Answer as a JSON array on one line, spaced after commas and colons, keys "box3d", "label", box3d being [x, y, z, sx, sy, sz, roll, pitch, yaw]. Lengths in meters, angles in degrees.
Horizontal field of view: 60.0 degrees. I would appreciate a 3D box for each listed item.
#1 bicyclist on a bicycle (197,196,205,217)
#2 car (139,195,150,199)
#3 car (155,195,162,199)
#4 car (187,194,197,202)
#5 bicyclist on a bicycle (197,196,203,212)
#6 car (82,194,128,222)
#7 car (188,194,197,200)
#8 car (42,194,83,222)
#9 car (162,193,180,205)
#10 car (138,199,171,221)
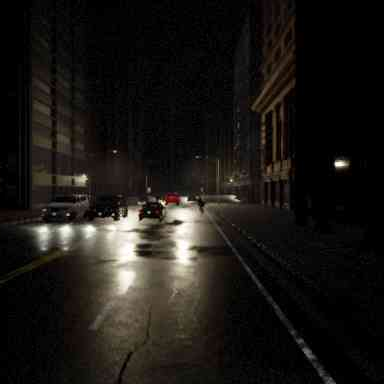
[{"box3d": [0.900, 1.431, 29.498, 0.582, 1.620, 1.656, 0, 0, 0], "label": "bicyclist on a bicycle"}, {"box3d": [-9.738, 1.330, 68.226, 2.033, 1.411, 5.357, 0, 0, 0], "label": "car"}, {"box3d": [-6.488, 1.307, 68.236, 1.837, 1.490, 4.892, 0, 0, 0], "label": "car"}, {"box3d": [0.014, 1.332, 71.727, 1.994, 1.385, 4.181, 0, 0, 0], "label": "car"}, {"box3d": [0.903, 1.321, 38.556, 0.659, 1.776, 1.843, 0, 0, 0], "label": "bicyclist on a bicycle"}, {"box3d": [-6.592, 1.206, 26.580, 2.150, 2.045, 5.566, 0, 0, 0], "label": "car"}, {"box3d": [0.016, 1.235, 81.855, 2.128, 1.511, 4.902, 0, 0, 0], "label": "car"}, {"box3d": [-9.841, 1.206, 26.517, 2.150, 2.045, 5.566, 0, 0, 0], "label": "car"}, {"box3d": [-3.140, 1.098, 54.237, 2.150, 2.045, 5.566, 0, 0, 0], "label": "car"}, {"box3d": [-3.145, 1.532, 26.869, 2.033, 1.411, 5.357, 0, 0, 0], "label": "car"}]
